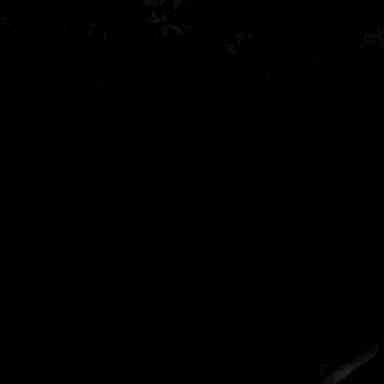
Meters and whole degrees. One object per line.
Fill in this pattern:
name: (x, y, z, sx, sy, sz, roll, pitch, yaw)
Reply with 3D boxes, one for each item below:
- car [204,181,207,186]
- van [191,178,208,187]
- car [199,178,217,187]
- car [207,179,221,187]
car: (3.964, -1.903, 78.346, 2.163, 1.488, 4.792, 4, 2, 34)
van: (1.743, -2.337, 79.977, 1.878, 1.987, 4.442, 4, 2, 34)
car: (4.559, -2.646, 93.731, 2.435, 2.045, 5.566, 5, 2, 34)
car: (6.256, -1.876, 76.777, 2.185, 1.767, 4.553, 5, 2, 34)
